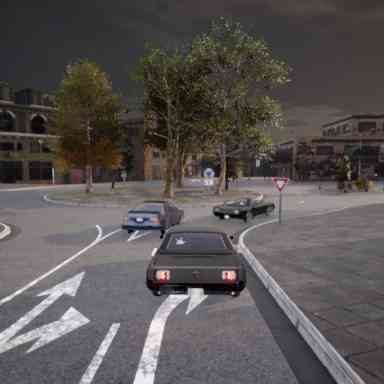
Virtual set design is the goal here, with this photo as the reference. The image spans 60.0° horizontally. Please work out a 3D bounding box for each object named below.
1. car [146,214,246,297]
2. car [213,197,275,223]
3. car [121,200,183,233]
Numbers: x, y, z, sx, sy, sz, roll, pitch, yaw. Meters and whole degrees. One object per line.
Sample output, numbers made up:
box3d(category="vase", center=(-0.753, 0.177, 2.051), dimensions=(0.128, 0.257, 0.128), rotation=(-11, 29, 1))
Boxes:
box3d(category="car", center=(0.119, 1.496, 8.345), dimensions=(1.895, 1.301, 4.718), rotation=(0, 2, 1))
box3d(category="car", center=(3.288, 0.934, 20.153), dimensions=(1.895, 1.301, 4.718), rotation=(4, 6, 37))
box3d(category="car", center=(-1.765, 1.121, 16.504), dimensions=(2.033, 1.411, 5.357), rotation=(1, 2, 10))
